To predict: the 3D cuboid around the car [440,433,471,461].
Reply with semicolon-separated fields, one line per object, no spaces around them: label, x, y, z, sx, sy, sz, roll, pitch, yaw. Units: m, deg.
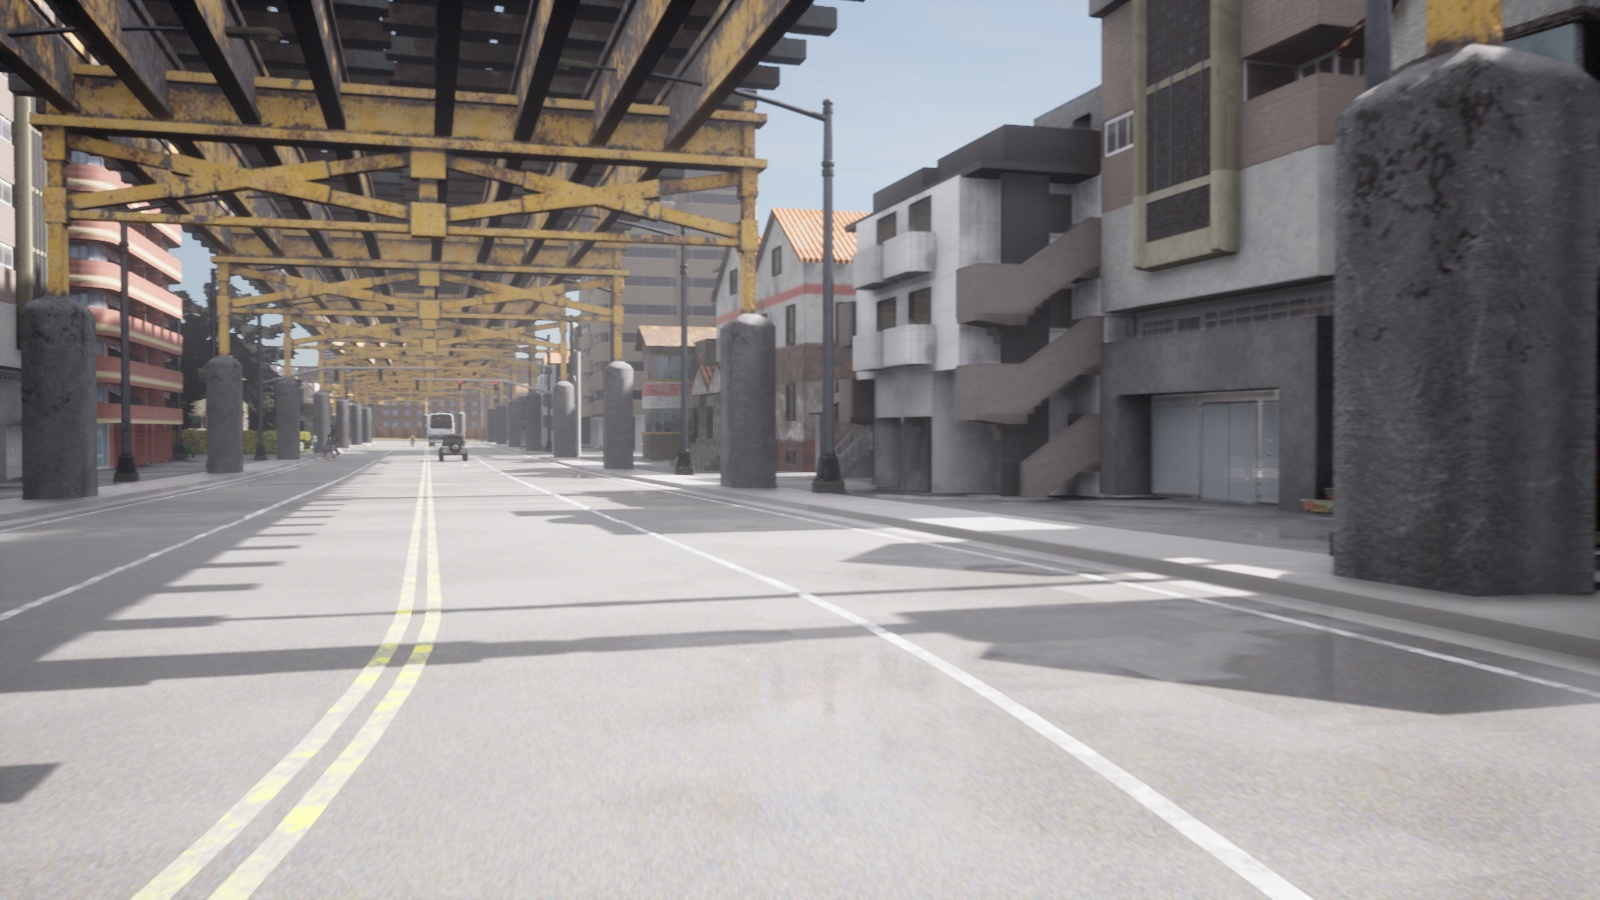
car;-23.683;-0.217;86.259;1.905;1.878;3.866;0;1;-16
